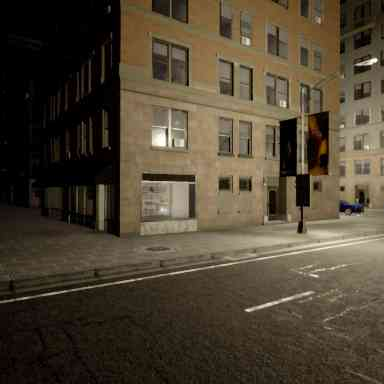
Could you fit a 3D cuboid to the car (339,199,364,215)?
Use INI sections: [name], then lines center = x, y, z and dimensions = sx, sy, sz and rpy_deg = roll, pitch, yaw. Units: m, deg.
[car]
center = 14.943, 1.462, 34.037
dimensions = 1.882, 1.535, 5.008
rpy_deg = 0, 0, -35
